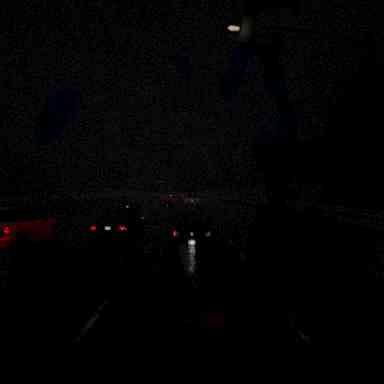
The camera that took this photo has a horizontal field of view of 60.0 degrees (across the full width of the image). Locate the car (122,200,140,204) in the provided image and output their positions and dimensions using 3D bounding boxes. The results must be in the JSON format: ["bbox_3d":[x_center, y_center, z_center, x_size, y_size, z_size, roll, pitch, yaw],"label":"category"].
[{"bbox_3d":[-6.992,1.545,38.052,1.994,1.385,4.181,0,0,0],"label":"car"}]

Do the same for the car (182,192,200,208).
[{"bbox_3d":[0.008,1.181,47.857,2.150,2.045,5.566,0,0,0],"label":"car"}]

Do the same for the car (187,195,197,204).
[{"bbox_3d":[0.012,1.398,65.061,1.882,1.535,5.008,0,0,0],"label":"car"}]

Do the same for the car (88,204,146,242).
[{"bbox_3d":[-3.497,1.552,16.317,2.033,1.411,5.357,0,0,0],"label":"car"}]

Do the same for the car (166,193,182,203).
[{"bbox_3d":[-3.489,1.484,65.035,1.994,1.385,4.181,0,0,0],"label":"car"}]

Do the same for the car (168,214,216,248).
[{"bbox_3d":[0.003,1.606,14.841,1.895,1.301,4.718,0,0,0],"label":"car"}]

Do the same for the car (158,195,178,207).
[{"bbox_3d":[-3.491,1.556,49.318,1.895,1.301,4.718,0,0,0],"label":"car"}]

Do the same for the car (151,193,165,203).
[{"bbox_3d":[-6.988,1.426,65.047,1.837,1.490,4.892,0,0,0],"label":"car"}]

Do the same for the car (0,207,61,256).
[{"bbox_3d":[-6.997,1.358,13.272,2.097,1.767,4.553,0,0,0],"label":"car"}]
